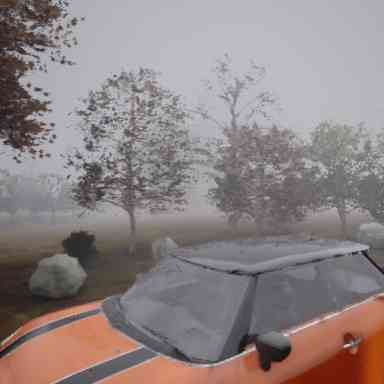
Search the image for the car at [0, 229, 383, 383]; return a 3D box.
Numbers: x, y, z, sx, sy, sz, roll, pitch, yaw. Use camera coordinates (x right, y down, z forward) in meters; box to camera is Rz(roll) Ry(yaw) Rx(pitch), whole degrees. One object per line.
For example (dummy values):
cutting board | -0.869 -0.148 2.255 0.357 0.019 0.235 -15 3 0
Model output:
car | 0.336 1.349 3.317 4.553 1.767 2.097 0 0 -36
